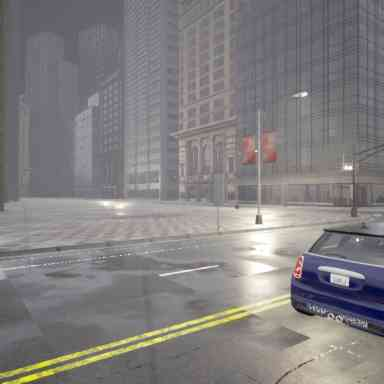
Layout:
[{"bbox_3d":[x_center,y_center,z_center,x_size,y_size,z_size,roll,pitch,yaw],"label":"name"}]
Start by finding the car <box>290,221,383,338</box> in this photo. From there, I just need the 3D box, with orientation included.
[{"bbox_3d":[3.965,1.351,6.286,4.553,1.767,2.097,0,0,-36],"label":"car"}]
